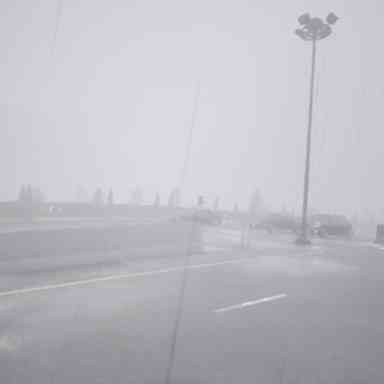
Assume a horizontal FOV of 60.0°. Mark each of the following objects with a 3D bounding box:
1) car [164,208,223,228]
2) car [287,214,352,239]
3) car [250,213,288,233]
[{"bbox_3d":[0.149,1.966,25.589,4.902,1.511,2.128,5,-3,-35],"label":"car"},{"bbox_3d":[9.260,2.299,23.486,4.553,1.767,2.097,6,-4,-35],"label":"car"},{"bbox_3d":[6.552,2.367,25.855,4.902,1.511,2.128,6,-3,-35],"label":"car"}]
